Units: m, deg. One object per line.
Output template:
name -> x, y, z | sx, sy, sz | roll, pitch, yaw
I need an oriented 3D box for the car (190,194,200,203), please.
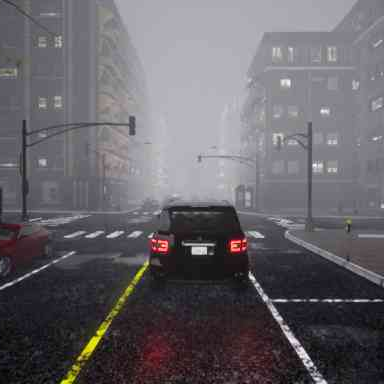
car -> 0.670, 1.354, 72.899 | 2.097, 1.767, 4.553 | 0, 0, 1

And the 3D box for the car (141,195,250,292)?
car -> 0.165, 1.221, 9.075 | 2.150, 2.045, 5.566 | 0, 0, 1

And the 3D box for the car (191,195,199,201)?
car -> 0.744, 1.477, 82.676 | 1.882, 1.535, 5.008 | 0, 0, 1

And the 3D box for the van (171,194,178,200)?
van -> -4.856, 1.340, 93.145 | 1.690, 1.788, 3.998 | 0, 0, 1

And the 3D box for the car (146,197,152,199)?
car -> -5.319, 1.438, 42.399 | 1.967, 1.590, 4.097 | 0, 0, 1

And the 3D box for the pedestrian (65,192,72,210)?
pedestrian -> -12.421, 0.902, 33.456 | 0.375, 1.860, 0.375 | 0, -1, 0

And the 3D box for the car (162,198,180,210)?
car -> -2.703, 1.562, 43.028 | 1.994, 1.385, 4.181 | 0, 0, 1

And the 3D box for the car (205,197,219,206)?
car -> 3.164, 1.549, 53.594 | 2.008, 1.369, 4.403 | 0, 0, 1

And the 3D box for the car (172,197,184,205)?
car -> -2.512, 1.563, 61.569 | 1.994, 1.385, 4.181 | 0, 0, 1

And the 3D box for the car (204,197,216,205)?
car -> 3.215, 1.543, 59.232 | 1.887, 1.381, 4.507 | 0, 0, 1

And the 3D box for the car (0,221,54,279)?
car -> -5.614, 1.581, 9.989 | 1.802, 1.307, 4.206 | 0, 0, 1

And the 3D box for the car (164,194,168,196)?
car -> -5.063, 1.314, 70.591 | 2.192, 1.841, 5.009 | 0, 0, 1

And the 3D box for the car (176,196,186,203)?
car -> -2.356, 1.522, 71.874 | 1.812, 1.442, 4.674 | 0, 0, 1

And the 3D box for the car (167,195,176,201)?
car -> -4.961, 1.525, 81.698 | 1.752, 1.417, 4.829 | 0, 0, 1

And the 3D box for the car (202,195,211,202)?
car -> 3.369, 1.439, 76.148 | 1.967, 1.590, 4.097 | 0, 0, 1
